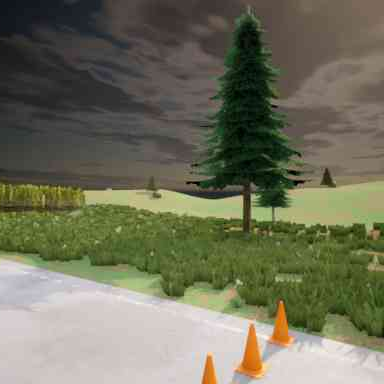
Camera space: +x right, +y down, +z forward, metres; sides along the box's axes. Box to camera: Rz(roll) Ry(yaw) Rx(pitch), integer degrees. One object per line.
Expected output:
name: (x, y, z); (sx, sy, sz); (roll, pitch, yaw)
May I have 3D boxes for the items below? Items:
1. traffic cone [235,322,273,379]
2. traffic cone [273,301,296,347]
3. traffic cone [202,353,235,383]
traffic cone: (0.764, 1.955, 4.218); (0.340, 0.580, 0.340); (0, 0, 36)
traffic cone: (1.348, 1.955, 5.029); (0.340, 0.580, 0.340); (0, 0, 36)
traffic cone: (0.179, 1.955, 3.406); (0.340, 0.580, 0.340); (0, 0, 36)
